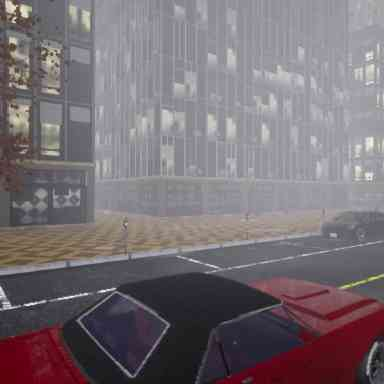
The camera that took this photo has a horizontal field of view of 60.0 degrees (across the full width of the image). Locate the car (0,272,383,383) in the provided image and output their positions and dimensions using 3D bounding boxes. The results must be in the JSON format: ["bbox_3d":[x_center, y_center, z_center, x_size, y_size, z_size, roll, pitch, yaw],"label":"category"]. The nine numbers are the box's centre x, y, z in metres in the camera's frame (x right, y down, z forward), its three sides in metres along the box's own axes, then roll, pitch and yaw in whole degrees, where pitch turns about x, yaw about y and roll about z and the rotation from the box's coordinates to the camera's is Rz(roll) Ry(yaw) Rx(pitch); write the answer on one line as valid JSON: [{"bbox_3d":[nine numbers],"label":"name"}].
[{"bbox_3d":[0.325,1.601,3.548,4.718,1.301,1.895,0,0,-35],"label":"car"}]

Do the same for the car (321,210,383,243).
[{"bbox_3d":[8.140,1.563,16.226,4.313,1.339,1.947,0,0,-36],"label":"car"}]
